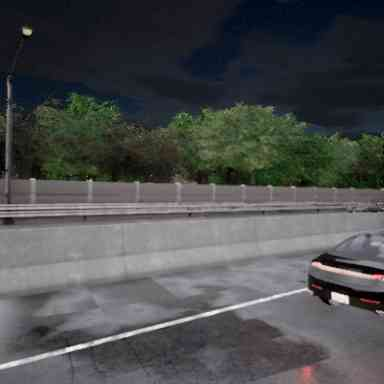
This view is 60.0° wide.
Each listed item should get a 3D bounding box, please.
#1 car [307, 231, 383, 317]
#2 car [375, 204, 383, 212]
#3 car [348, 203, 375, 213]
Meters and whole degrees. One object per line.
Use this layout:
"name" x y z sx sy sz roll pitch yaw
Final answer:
"car" 4.452 1.570 6.907 4.902 1.511 2.128 1 0 -35
"car" 23.101 1.661 36.806 5.566 2.045 2.150 1 0 -33
"car" 20.744 1.980 39.445 5.357 1.411 2.033 1 0 -33
